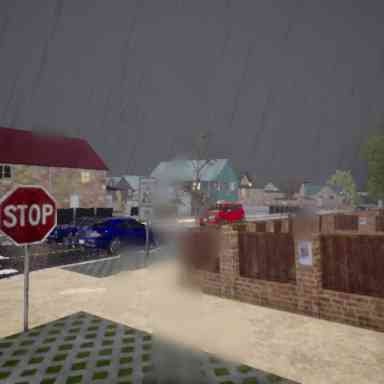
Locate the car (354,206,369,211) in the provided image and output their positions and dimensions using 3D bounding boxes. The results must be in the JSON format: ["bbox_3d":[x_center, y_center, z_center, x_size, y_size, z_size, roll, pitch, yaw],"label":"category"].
[{"bbox_3d":[36.252,3.810,71.694,1.812,1.442,4.674,1,-1,35],"label":"car"}]

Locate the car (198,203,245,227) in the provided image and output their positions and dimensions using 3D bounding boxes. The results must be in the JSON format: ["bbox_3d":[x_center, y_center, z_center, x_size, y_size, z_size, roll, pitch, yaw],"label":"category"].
[{"bbox_3d":[2.605,1.958,28.452,2.150,2.045,5.566,1,-1,35],"label":"car"}]

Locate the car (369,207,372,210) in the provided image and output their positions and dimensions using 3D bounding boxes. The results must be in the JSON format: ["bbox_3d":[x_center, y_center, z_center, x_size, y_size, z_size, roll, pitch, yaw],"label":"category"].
[{"bbox_3d":[41.872,4.214,79.752,2.033,1.411,5.357,1,-1,35],"label":"car"}]

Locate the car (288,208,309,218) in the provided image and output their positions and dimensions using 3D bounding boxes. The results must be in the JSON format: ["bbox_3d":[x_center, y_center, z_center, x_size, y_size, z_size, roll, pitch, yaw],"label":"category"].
[{"bbox_3d":[14.658,2.895,45.567,1.812,1.442,4.674,1,-1,35],"label":"car"}]

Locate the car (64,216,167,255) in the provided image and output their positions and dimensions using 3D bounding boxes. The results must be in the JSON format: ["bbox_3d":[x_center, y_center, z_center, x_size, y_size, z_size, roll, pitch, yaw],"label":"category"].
[{"bbox_3d":[-3.122,1.895,15.275,1.812,1.442,4.674,1,-1,35],"label":"car"}]

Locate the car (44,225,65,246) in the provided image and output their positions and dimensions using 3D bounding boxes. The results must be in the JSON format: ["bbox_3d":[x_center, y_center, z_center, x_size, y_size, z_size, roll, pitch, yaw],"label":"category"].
[{"bbox_3d":[-5.407,1.934,17.025,1.895,1.301,4.718,1,-1,36],"label":"car"}]
